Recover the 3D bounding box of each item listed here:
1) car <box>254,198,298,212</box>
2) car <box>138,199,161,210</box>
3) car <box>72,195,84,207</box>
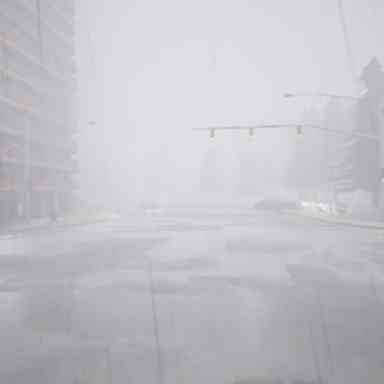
[{"bbox_3d":[8.561,1.310,34.247,1.895,1.301,4.718,-4,0,-29],"label":"car"},{"bbox_3d":[-5.682,1.648,44.270,1.994,1.385,4.181,-1,0,-27],"label":"car"},{"bbox_3d":[-22.208,1.605,60.049,5.566,2.045,2.150,0,0,26],"label":"car"}]
